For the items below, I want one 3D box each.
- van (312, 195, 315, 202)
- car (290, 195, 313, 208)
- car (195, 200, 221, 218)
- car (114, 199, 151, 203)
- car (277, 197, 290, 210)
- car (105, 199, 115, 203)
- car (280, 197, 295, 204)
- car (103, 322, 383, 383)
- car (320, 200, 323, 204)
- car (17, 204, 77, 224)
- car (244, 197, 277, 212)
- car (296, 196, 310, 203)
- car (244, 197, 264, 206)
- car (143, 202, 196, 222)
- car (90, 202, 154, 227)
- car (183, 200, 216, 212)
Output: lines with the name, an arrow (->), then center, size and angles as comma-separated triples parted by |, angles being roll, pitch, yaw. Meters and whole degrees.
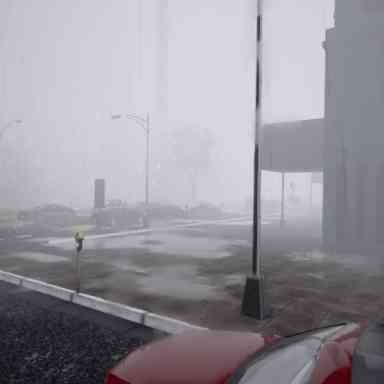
van -> 31.196, 1.709, 87.817 | 1.690, 1.788, 3.998 | 1, 0, 36
car -> 18.267, 1.774, 56.001 | 1.967, 1.590, 4.097 | 1, 0, 36
car -> 1.294, 1.780, 32.626 | 1.802, 1.307, 4.206 | 1, 0, 36
car -> -4.957, 1.642, 34.105 | 2.033, 1.411, 5.357 | 1, 0, 36
car -> 11.746, 1.721, 47.017 | 1.967, 1.590, 4.097 | 1, 0, 36
car -> -8.284, 1.483, 34.166 | 1.967, 1.590, 4.097 | 1, 0, 36
car -> 21.350, 1.852, 74.384 | 1.947, 1.339, 4.313 | 1, 0, 36
car -> 1.132, 1.582, 2.053 | 4.206, 1.307, 1.802 | 0, 1, 35
car -> 28.211, 1.942, 69.570 | 1.752, 1.417, 4.829 | 1, 0, 36
car -> -11.109, 1.609, 25.710 | 1.994, 1.385, 4.181 | 1, 0, 36
car -> 8.493, 1.570, 42.520 | 2.192, 1.841, 5.009 | 1, 0, 36
car -> 27.812, 1.865, 83.203 | 1.752, 1.417, 4.829 | 1, 0, 36
car -> 11.405, 1.729, 60.816 | 1.752, 1.417, 4.829 | 1, 0, 36
car -> -1.945, 1.738, 28.206 | 1.947, 1.339, 4.313 | 1, 0, 36
car -> -5.185, 1.697, 23.784 | 2.008, 1.369, 4.403 | 1, 0, 36
car -> 1.034, 1.743, 42.263 | 1.895, 1.301, 4.718 | 1, 0, 36
